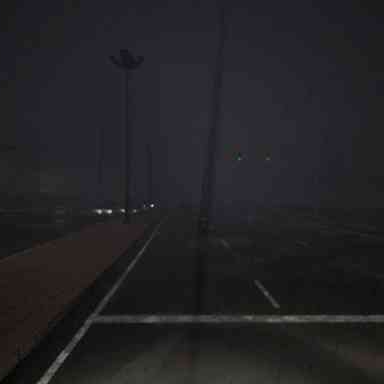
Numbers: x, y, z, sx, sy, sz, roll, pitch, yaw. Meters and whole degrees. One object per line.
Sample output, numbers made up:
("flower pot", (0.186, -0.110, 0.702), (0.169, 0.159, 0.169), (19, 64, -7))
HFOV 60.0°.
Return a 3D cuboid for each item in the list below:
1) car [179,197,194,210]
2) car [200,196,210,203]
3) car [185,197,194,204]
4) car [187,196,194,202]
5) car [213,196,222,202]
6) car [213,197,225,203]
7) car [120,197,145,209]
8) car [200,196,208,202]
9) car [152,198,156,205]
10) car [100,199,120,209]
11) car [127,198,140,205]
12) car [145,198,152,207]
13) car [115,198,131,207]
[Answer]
("car", (-0.797, 1.770, 46.159), (1.994, 1.385, 4.181), (0, 0, 1))
("car", (3.003, 1.839, 77.098), (1.837, 1.490, 4.892), (0, 0, 1))
("car", (-0.498, 1.878, 77.049), (2.033, 1.411, 5.357), (0, 0, 1))
("car", (-0.404, 1.868, 87.531), (1.994, 1.385, 4.181), (0, 0, 0))
("car", (6.596, 1.865, 87.490), (1.994, 1.385, 4.181), (0, 0, 0))
("car", (6.502, 1.814, 76.998), (1.882, 1.535, 5.008), (0, 0, 1))
("car", (-8.828, 1.576, 49.492), (2.097, 1.767, 4.553), (0, 0, 1))
("car", (3.096, 1.841, 87.530), (2.128, 1.511, 4.902), (0, 0, 0))
("car", (-8.580, 1.905, 68.626), (1.895, 1.301, 4.718), (0, 0, 1))
("car", (-12.316, 1.828, 49.853), (1.895, 1.301, 4.718), (0, 0, 1))
("car", (-12.077, 1.907, 68.917), (1.895, 1.301, 4.718), (0, 0, 1))
("car", (-8.678, 1.742, 58.538), (1.882, 1.535, 5.008), (0, 0, 1))
("car", (-12.174, 1.793, 58.978), (1.812, 1.442, 4.674), (0, 0, 1))
